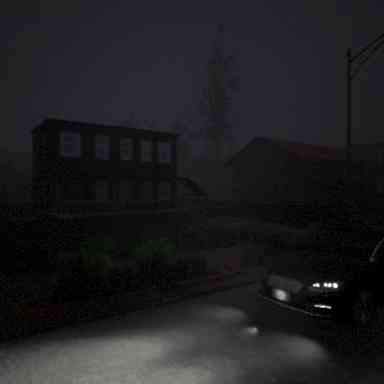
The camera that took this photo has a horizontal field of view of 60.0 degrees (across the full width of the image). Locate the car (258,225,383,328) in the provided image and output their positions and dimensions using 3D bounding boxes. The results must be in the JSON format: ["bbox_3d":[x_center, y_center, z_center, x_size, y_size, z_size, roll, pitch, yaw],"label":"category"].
[{"bbox_3d":[3.522,1.494,7.080,4.902,1.511,2.128,0,0,-35],"label":"car"}]

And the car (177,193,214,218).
[{"bbox_3d":[-0.275,0.977,23.369,3.866,1.878,1.905,0,0,-35],"label":"car"}]

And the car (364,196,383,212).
[{"bbox_3d":[16.461,1.143,32.534,1.845,1.501,3.633,0,0,-35],"label":"car"}]
